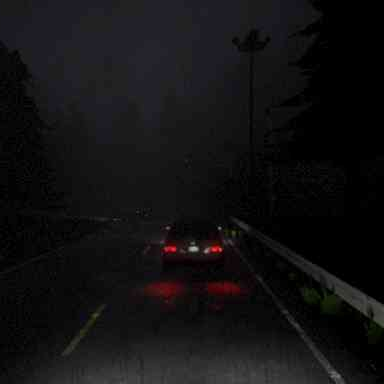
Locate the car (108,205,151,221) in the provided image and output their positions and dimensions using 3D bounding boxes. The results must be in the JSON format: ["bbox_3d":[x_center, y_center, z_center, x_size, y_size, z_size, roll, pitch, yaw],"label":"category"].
[{"bbox_3d":[-5.828,1.912,30.490,4.674,1.442,1.812,-1,-4,37],"label":"car"}]

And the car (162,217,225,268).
[{"bbox_3d":[0.062,1.551,11.236,2.033,1.411,5.357,0,0,0],"label":"car"}]
